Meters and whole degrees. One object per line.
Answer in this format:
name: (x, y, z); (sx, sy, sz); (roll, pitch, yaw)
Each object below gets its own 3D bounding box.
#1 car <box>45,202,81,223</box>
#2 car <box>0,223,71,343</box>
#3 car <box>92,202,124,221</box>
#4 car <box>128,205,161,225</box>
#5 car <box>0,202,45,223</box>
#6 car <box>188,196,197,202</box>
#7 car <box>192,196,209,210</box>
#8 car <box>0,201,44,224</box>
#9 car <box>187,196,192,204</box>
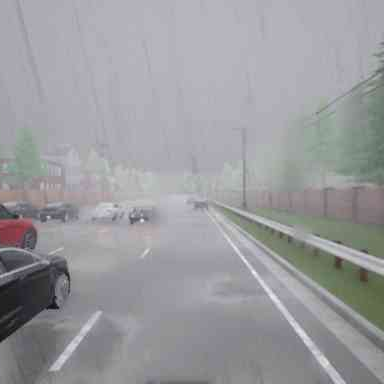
car: (-10.400, 1.566, 26.549); (1.837, 1.490, 4.892); (0, 0, 0)
car: (-3.424, 1.505, 4.967); (2.128, 1.511, 4.902); (0, 0, 0)
car: (-6.909, 1.588, 27.464); (1.812, 1.442, 4.674); (0, 0, 0)
car: (-3.401, 1.657, 24.897); (1.895, 1.301, 4.718); (0, 0, 0)
car: (-6.904, 1.246, 10.191); (2.150, 2.045, 5.566); (0, 0, 0)
car: (0.021, 1.566, 78.397); (2.033, 1.411, 5.357); (0, 0, 0)
car: (1.237, 1.579, 45.162); (1.882, 1.535, 5.008); (0, 0, 0)
car: (-13.854, 1.566, 26.613); (1.837, 1.490, 4.892); (0, 0, 0)
car: (0.018, 1.708, 64.831); (1.994, 1.385, 4.181); (0, 0, 0)
